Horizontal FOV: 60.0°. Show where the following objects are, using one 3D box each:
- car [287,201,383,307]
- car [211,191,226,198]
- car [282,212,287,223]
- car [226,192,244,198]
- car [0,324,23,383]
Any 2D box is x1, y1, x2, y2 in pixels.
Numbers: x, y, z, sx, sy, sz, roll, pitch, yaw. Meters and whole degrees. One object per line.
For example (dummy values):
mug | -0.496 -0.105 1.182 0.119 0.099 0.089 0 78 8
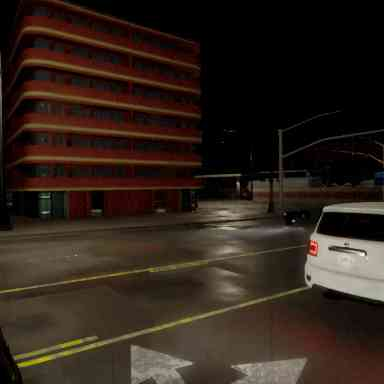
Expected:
car | 4.775 1.218 7.134 5.566 2.045 2.150 0 0 -35
car | 7.417 0.671 89.324 4.611 1.667 2.242 -1 1 -35
car | 8.330 1.547 22.671 4.718 1.301 1.895 0 0 -35
car | 11.384 0.818 85.098 3.806 1.475 1.970 -1 1 -35
car | -3.667 1.222 1.136 5.566 2.045 2.150 0 0 -35
